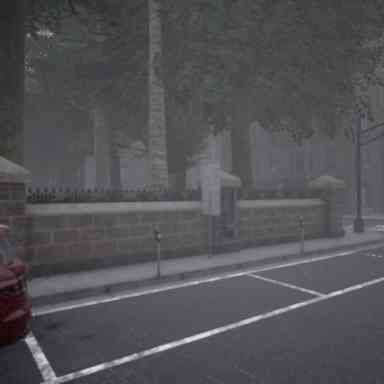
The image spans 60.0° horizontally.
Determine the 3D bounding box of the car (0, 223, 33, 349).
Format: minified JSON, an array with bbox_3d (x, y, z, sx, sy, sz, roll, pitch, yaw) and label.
[{"bbox_3d":[-4.374,1.313,3.414,5.009,1.841,2.192,0,0,-35],"label":"car"}]
